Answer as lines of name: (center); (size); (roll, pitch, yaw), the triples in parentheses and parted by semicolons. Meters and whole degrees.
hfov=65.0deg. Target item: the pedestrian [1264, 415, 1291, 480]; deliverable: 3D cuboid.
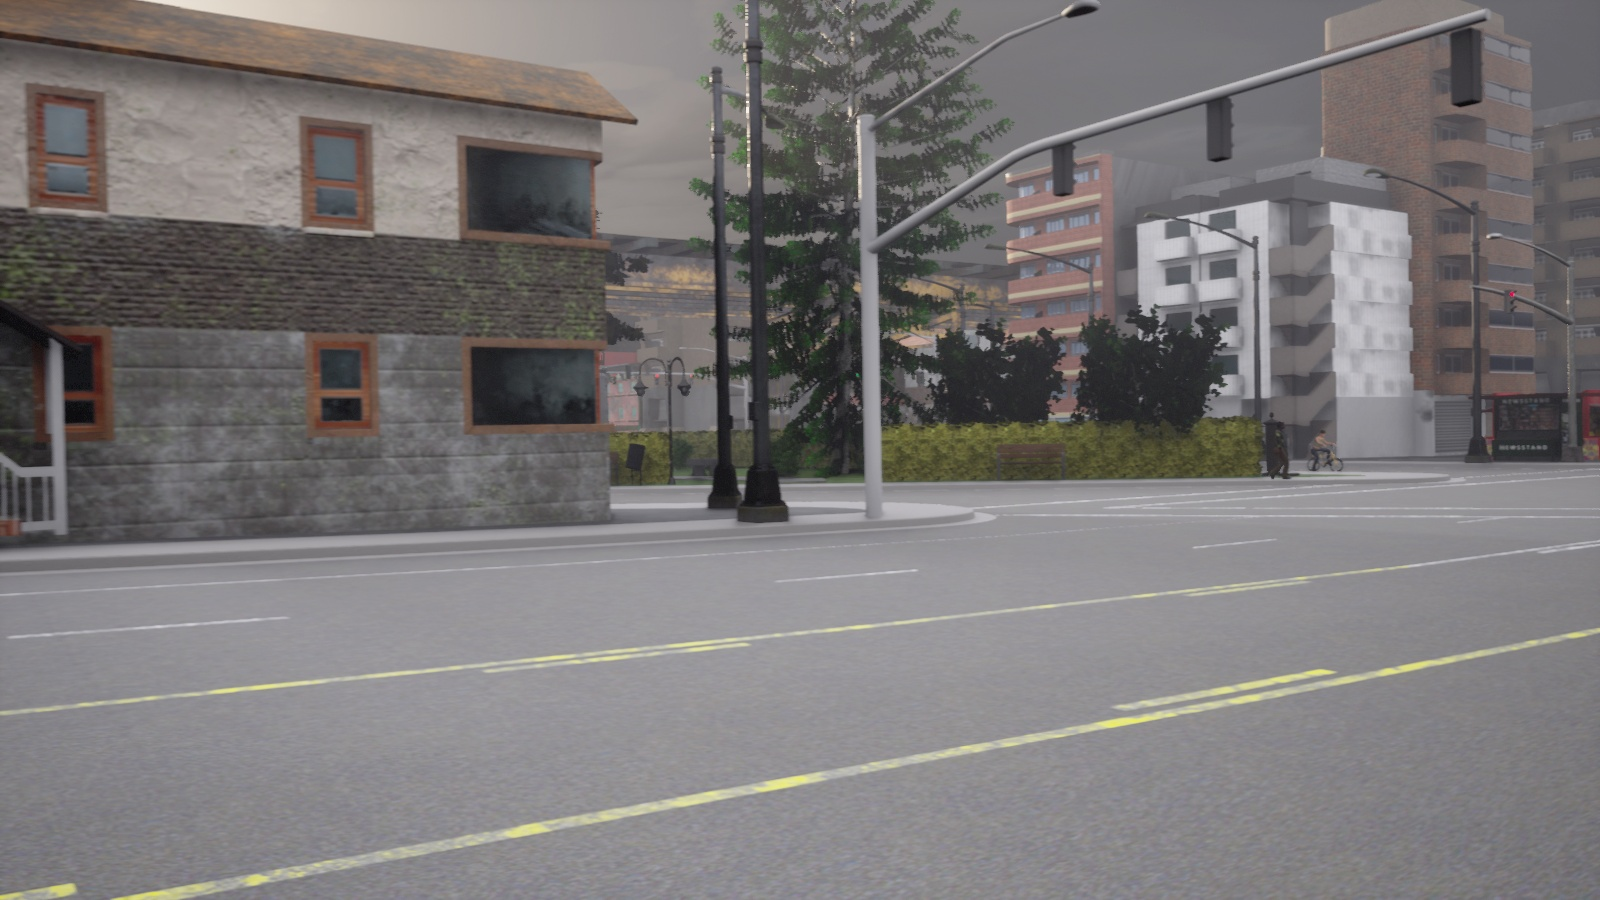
pedestrian: (14.545, -0.077, 38.252); (0.692, 1.930, 0.395); (-1, 1, 13)

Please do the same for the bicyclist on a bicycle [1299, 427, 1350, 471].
bicyclist on a bicycle: (19.707, -0.042, 47.214); (0.866, 1.612, 1.509); (-2, 1, -34)
